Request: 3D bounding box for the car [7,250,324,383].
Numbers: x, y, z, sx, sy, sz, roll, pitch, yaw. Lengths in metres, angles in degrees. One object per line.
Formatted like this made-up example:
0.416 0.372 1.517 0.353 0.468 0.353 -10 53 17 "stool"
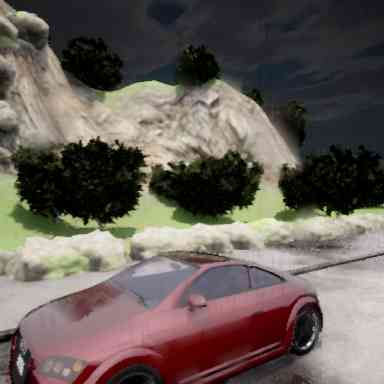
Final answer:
-0.110 1.563 4.524 4.181 1.385 1.994 0 0 -35 "car"
